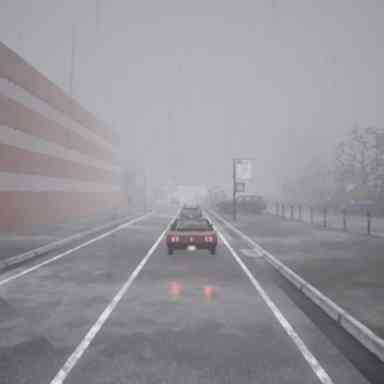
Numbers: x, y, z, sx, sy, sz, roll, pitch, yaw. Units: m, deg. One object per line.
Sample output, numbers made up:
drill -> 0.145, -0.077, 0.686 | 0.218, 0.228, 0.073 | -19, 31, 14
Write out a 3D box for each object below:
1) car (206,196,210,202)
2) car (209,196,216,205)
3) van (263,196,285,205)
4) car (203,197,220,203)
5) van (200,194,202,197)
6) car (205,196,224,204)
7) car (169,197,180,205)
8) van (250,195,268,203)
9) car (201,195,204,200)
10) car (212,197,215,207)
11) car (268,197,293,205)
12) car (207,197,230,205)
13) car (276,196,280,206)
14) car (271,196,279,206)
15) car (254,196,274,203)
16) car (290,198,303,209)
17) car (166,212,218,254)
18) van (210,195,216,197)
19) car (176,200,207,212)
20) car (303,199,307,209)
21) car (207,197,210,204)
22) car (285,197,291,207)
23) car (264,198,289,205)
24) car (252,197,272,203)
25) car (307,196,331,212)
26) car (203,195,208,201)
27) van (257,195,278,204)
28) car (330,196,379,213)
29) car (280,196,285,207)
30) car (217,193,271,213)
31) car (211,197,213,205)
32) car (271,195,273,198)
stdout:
car -> 5.913, 1.952, 65.753 | 5.366, 1.575, 1.946 | 0, 0, -1
car -> 5.852, 1.922, 57.273 | 4.792, 1.488, 2.163 | 0, 0, -1
van -> 18.254, 1.791, 74.519 | 4.442, 1.987, 1.878 | 0, 0, -1
car -> 5.267, 2.176, 91.184 | 4.674, 1.452, 2.002 | 0, 0, -1
van -> 5.327, 1.904, 94.143 | 4.442, 1.987, 1.878 | 0, 0, -1
car -> 5.450, 1.953, 82.702 | 4.553, 1.767, 2.185 | 0, 0, -1
car -> -3.729, 1.891, 71.022 | 2.097, 1.767, 4.553 | 0, 0, -1
van -> 17.767, 1.895, 88.634 | 4.442, 1.987, 1.878 | 0, 0, -1
car -> 5.550, 1.786, 77.053 | 5.566, 2.045, 2.435 | 0, 0, -1
car -> 5.982, 1.891, 51.623 | 4.674, 1.452, 2.002 | 0, 0, -1
car -> 18.269, 1.851, 68.997 | 4.553, 1.767, 2.185 | 0, 0, -1
car -> 5.656, 1.870, 71.401 | 4.553, 1.767, 2.185 | 0, 0, -1
car -> 18.424, 1.944, 60.403 | 4.792, 1.488, 2.163 | 0, 0, -1
car -> 18.346, 1.935, 63.350 | 5.008, 1.535, 2.097 | 0, 0, -1
car -> 17.953, 1.955, 83.111 | 4.553, 1.767, 2.185 | 0, 0, -1
car -> 18.546, 1.853, 51.932 | 4.892, 1.521, 2.231 | 0, 0, -1
car -> -0.009, 1.731, 14.101 | 1.895, 1.301, 4.718 | 0, 0, 0
van -> 5.947, 1.687, 60.103 | 4.442, 1.987, 1.878 | 0, 0, -1
car -> -0.066, 1.760, 29.299 | 2.128, 1.511, 4.902 | 0, 0, 0
car -> 18.663, 1.809, 46.287 | 4.892, 1.521, 2.231 | 0, 0, -1
car -> 5.776, 1.974, 62.924 | 4.674, 1.452, 2.002 | 0, 0, -1
car -> 18.493, 1.873, 54.756 | 5.008, 1.535, 2.097 | 0, 0, -1
car -> 18.192, 1.997, 71.819 | 5.008, 1.535, 2.097 | 0, 0, -1
car -> 17.968, 2.130, 85.809 | 4.792, 1.488, 2.163 | 0, -1, -1
car -> 18.678, 1.534, 43.589 | 5.566, 2.045, 2.435 | 0, 0, -1
car -> 5.490, 1.972, 68.571 | 5.366, 1.575, 1.946 | 0, 0, -1
van -> 18.154, 1.833, 80.168 | 4.442, 1.987, 1.878 | 0, 0, -1
car -> 18.748, 1.601, 37.809 | 4.553, 1.767, 2.185 | 0, 0, -1
car -> 18.442, 1.893, 57.579 | 5.008, 1.535, 2.097 | 0, 0, -1
car -> 6.162, 1.507, 40.324 | 5.566, 2.045, 2.435 | 0, -1, -1
car -> 5.936, 1.912, 54.448 | 4.674, 1.452, 2.002 | 0, 0, -1
car -> 18.285, 1.956, 66.173 | 5.008, 1.535, 2.097 | 0, 0, -1
